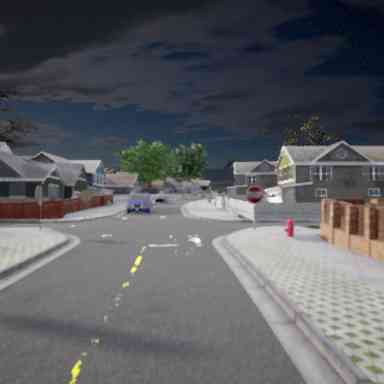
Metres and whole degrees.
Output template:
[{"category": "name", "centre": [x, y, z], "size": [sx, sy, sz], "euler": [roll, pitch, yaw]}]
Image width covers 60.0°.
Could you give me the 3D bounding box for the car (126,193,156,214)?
[{"category": "car", "centre": [-5.101, 1.132, 32.921], "size": [2.150, 2.045, 5.566], "euler": [0, 2, -3]}]

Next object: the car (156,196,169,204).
[{"category": "car", "centre": [-5.197, 1.315, 57.314], "size": [1.895, 1.301, 4.718], "euler": [0, 0, 3]}]
